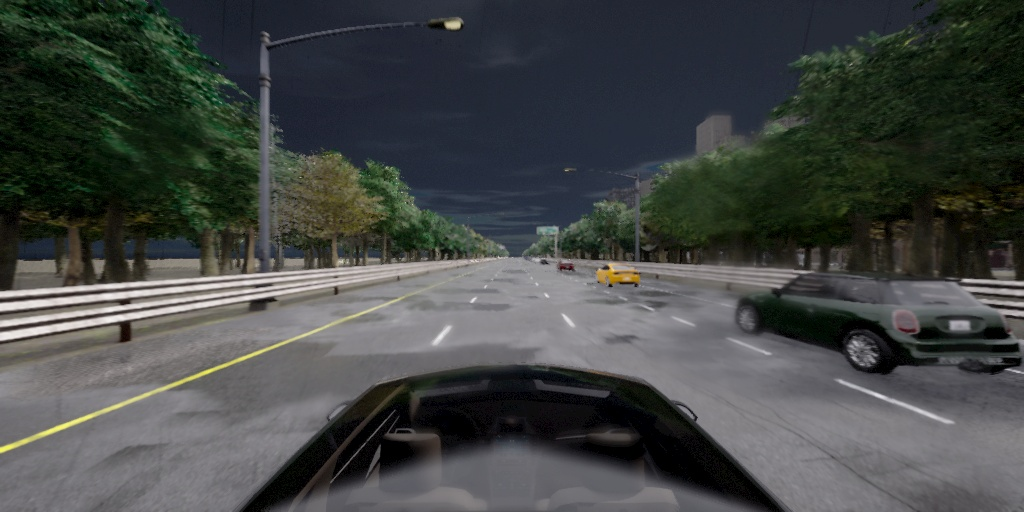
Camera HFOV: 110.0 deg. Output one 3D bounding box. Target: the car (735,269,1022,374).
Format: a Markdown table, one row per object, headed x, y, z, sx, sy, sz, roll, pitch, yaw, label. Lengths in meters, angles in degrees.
| x | y | z | sx | sy | sz | roll | pitch | yaw | label |
| --- | --- | --- | --- | --- | --- | --- | --- | --- | --- |
| 7.000 | 1.109 | 7.724 | 2.097 | 1.767 | 4.553 | 0 | 0 | 0 | car |

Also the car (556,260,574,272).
| x | y | z | sx | sy | sz | roll | pitch | yaw | label |
| --- | --- | --- | --- | --- | --- | --- | --- | --- | --- |
| 7.113 | 1.280 | 48.363 | 1.882 | 1.535 | 5.008 | 0 | 0 | 0 | car |

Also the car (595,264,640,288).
| x | y | z | sx | sy | sz | roll | pitch | yaw | label |
| --- | --- | --- | --- | --- | --- | --- | --- | --- | --- |
| 7.025 | 1.248 | 24.319 | 1.882 | 1.535 | 5.008 | 0 | 0 | 0 | car |
